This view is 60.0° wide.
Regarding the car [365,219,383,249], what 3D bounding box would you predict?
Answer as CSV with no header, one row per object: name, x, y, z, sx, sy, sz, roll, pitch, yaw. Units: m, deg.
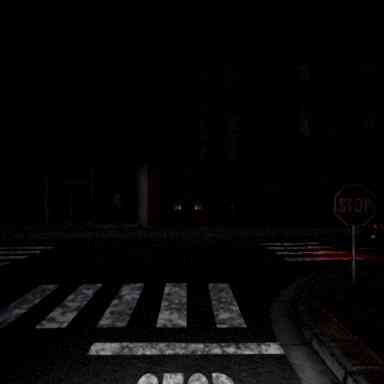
car,8.620,1.328,11.341,5.008,1.535,1.882,-1,-1,-1
